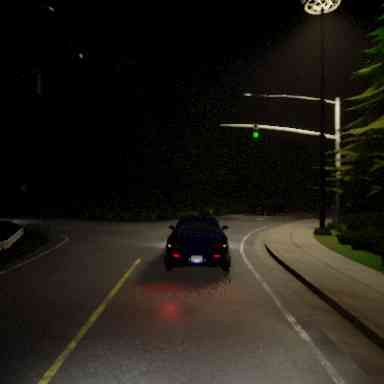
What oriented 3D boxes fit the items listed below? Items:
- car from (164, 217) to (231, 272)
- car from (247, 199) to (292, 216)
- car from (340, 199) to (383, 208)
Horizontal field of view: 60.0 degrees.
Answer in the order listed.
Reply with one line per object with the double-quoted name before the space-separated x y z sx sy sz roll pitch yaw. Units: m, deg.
"car" 0.207 1.512 10.650 1.812 1.442 4.674 0 0 2
"car" 7.549 1.437 32.151 5.008 1.535 1.882 0 0 -35
"car" 17.005 1.451 32.834 4.902 1.511 2.128 0 0 -18
